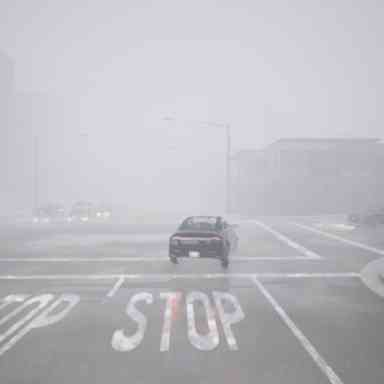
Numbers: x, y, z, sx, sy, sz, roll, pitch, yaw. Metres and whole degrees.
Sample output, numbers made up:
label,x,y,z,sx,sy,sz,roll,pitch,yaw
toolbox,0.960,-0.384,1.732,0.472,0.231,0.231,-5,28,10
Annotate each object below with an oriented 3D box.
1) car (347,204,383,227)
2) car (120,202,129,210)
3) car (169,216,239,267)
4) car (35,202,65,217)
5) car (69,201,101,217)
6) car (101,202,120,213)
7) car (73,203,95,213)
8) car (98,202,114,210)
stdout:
label,x,y,z,sx,sy,sz,roll,pitch,yaw
car,12.494,1.496,21.869,4.181,1.385,1.994,-1,0,-4
car,-13.116,2.679,63.232,1.812,1.442,4.674,0,-2,-3
car,0.560,1.594,11.911,2.128,1.511,4.902,0,-1,12
car,-15.353,1.896,36.229,2.128,1.511,4.902,0,-1,-3
car,-11.854,1.757,36.389,2.097,1.767,4.553,0,-1,-3
car,-12.466,2.203,48.708,2.128,1.511,4.902,0,-2,-3
car,-16.004,2.341,49.506,1.895,1.301,4.718,0,-2,-3
car,-16.704,2.685,64.875,1.882,1.535,5.008,0,-1,-3
